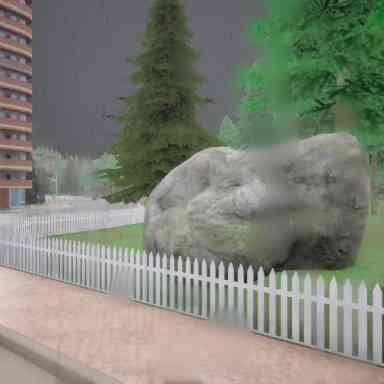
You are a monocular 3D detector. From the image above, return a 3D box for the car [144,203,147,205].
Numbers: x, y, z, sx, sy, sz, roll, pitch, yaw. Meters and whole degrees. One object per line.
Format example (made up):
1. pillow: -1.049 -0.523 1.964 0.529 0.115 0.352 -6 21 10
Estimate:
1. car: -7.823 1.422 57.462 1.882 1.535 5.008 0 0 -20
